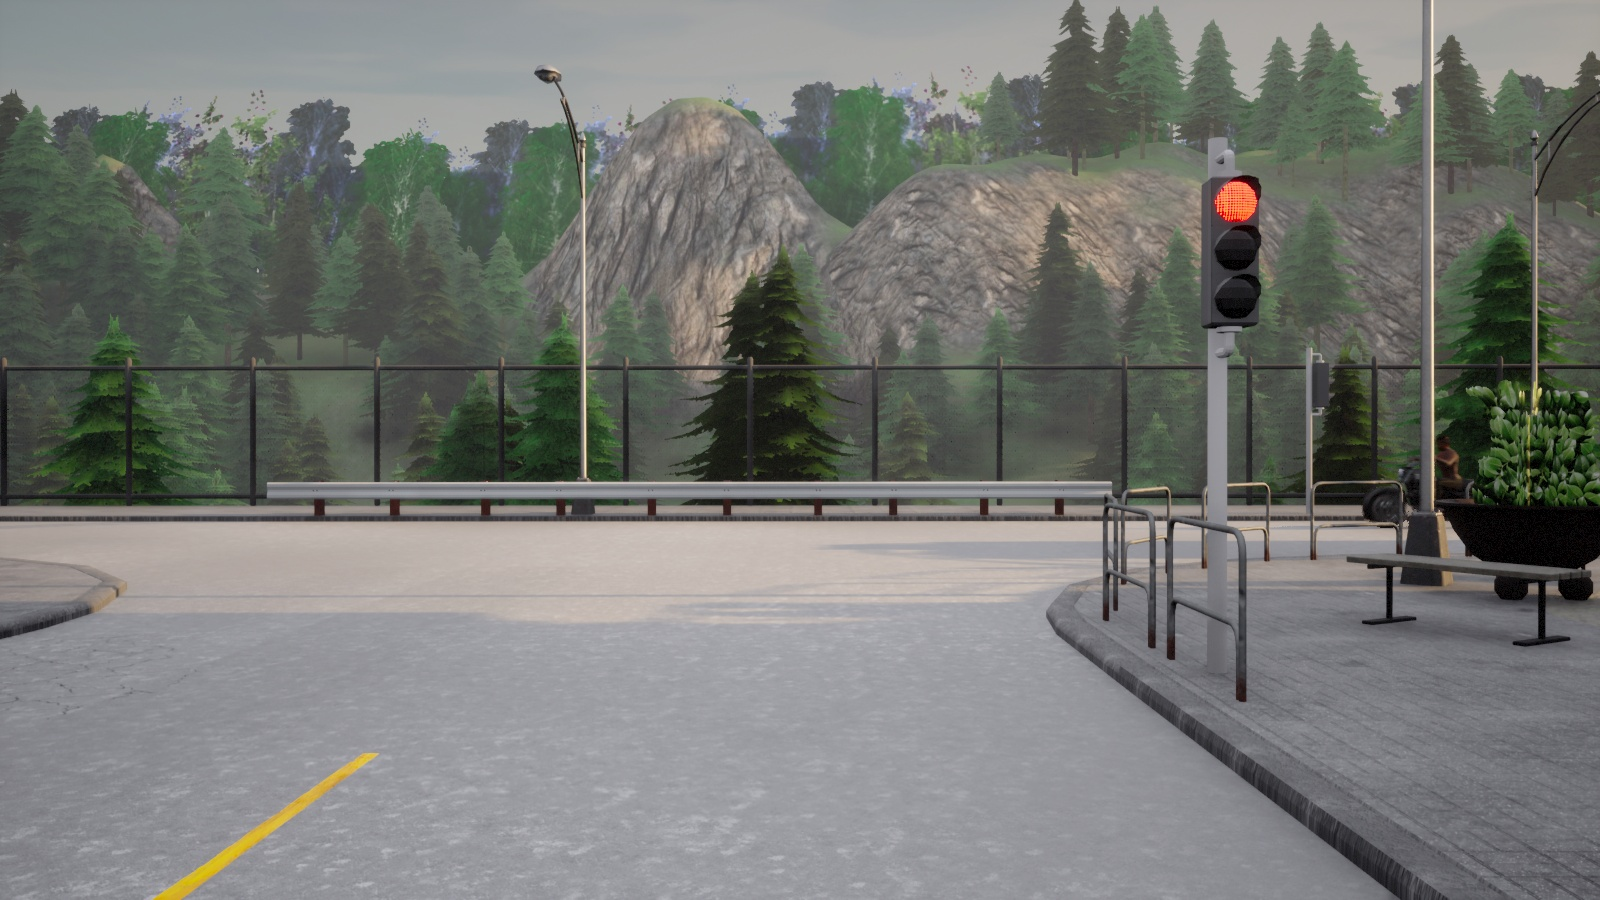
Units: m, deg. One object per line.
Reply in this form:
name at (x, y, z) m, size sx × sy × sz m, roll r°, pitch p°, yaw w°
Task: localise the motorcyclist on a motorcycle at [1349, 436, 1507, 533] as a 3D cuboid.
motorcyclist on a motorcycle at (10.887, 0.582, 21.822) m, size 2.350 × 1.649 × 0.766 m, roll 0°, pitch 0°, yaw 0°
